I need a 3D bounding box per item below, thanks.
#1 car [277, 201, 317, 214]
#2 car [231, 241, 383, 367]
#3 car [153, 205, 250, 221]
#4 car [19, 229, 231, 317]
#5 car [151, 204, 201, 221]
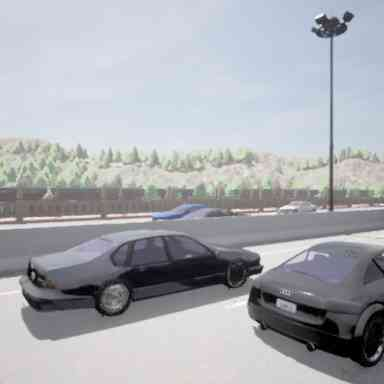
[{"bbox_3d":[10.475,1.633,32.822,4.674,1.442,1.812,0,0,-35],"label":"car"},{"bbox_3d":[2.964,1.578,5.860,4.181,1.385,1.994,0,0,-35],"label":"car"},{"bbox_3d":[0.935,1.575,17.547,5.357,1.411,2.033,0,0,-35],"label":"car"},{"bbox_3d":[-0.814,1.557,7.463,5.357,1.411,2.033,0,0,-35],"label":"car"},{"bbox_3d":[-0.201,1.508,21.030,5.008,1.535,1.882,0,0,-35],"label":"car"}]
